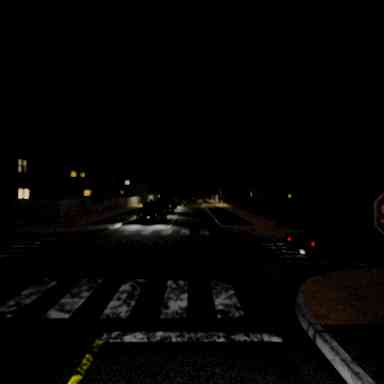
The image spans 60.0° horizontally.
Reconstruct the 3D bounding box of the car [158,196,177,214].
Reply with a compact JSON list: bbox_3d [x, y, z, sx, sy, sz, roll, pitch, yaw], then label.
[{"bbox_3d":[-2.937,1.305,34.092,2.097,1.767,4.553,0,0,0],"label":"car"}]

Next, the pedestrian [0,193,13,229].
[{"bbox_3d":[-9.676,0.986,17.332,0.375,1.860,0.375,0,-2,0],"label":"pedestrian"}]

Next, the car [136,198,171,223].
[{"bbox_3d":[-2.944,1.463,25.067,1.837,1.490,4.892,0,0,1],"label":"car"}]

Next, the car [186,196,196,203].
[{"bbox_3d":[-0.178,1.487,66.394,1.837,1.490,4.892,0,0,0],"label":"car"}]

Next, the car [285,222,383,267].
[{"bbox_3d":[5.765,1.713,11.494,4.718,1.301,1.895,2,-1,-16],"label":"car"}]

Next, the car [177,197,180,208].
[{"bbox_3d":[-2.963,1.480,44.134,1.812,1.442,4.674,0,0,0],"label":"car"}]

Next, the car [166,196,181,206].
[{"bbox_3d":[-2.952,1.455,54.305,2.128,1.511,4.902,0,0,0],"label":"car"}]
